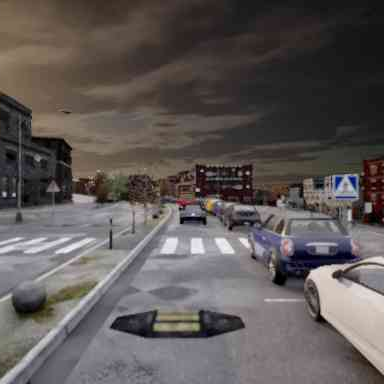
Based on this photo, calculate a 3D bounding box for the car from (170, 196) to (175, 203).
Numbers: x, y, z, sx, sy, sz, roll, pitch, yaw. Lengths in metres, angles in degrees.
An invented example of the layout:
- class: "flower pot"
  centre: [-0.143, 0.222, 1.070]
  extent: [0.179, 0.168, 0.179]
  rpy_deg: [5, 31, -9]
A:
- class: "car"
  centre: [-3.474, 2.075, 81.339]
  extent: [2.002, 1.452, 4.674]
  rpy_deg: [0, -1, -12]

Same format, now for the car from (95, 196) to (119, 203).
- class: "car"
  centre: [-22.083, 2.070, 88.046]
  extent: [5.566, 2.045, 2.435]
  rpy_deg: [0, -2, -15]

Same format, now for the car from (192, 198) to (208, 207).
- class: "car"
  centre: [1.216, 1.689, 54.043]
  extent: [2.002, 1.452, 4.674]
  rpy_deg: [0, 0, -6]

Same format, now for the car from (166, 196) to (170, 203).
- class: "car"
  centre: [-4.745, 2.218, 86.733]
  extent: [2.002, 1.452, 4.674]
  rpy_deg: [0, -2, -14]

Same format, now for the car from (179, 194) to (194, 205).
- class: "car"
  centre: [-1.251, 1.565, 70.527]
  extent: [2.435, 2.045, 5.566]
  rpy_deg: [0, -1, -10]

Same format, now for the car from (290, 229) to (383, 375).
- class: "car"
  centre: [2.997, 1.518, 4.290]
  extent: [2.002, 1.452, 4.674]
  rpy_deg: [0, 0, 0]

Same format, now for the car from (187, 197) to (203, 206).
- class: "car"
  centre: [0.528, 1.685, 59.421]
  extent: [2.231, 1.521, 4.892]
  rpy_deg: [0, 0, -7]

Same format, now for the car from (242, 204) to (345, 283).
- class: "car"
  centre: [2.997, 1.349, 9.783]
  extent: [2.185, 1.767, 4.553]
  rpy_deg: [0, 0, 0]

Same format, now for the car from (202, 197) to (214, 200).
- class: "car"
  centre: [2.644, 1.546, 37.335]
  extent: [2.097, 1.535, 5.008]
  rpy_deg: [0, 0, -2]

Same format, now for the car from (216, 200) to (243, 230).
- class: "car"
  centre: [2.997, 1.472, 20.724]
  extent: [2.231, 1.521, 4.892]
  rpy_deg: [0, 0, 0]

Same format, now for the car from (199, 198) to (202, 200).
- class: "car"
  centre: [1.799, 1.644, 48.554]
  extent: [2.163, 1.488, 4.792]
  rpy_deg: [0, 0, -5]

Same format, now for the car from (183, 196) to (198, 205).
- class: "car"
  centre: [-0.313, 1.613, 64.995]
  extent: [2.185, 1.767, 4.553]
  rpy_deg: [0, -1, -9]

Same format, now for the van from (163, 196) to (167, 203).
- class: "van"
  centre: [-6.128, 2.121, 92.238]
  extent: [1.878, 1.987, 4.442]
  rpy_deg: [0, -2, -14]

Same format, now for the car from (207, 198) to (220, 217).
- class: "car"
  centre: [2.875, 1.552, 31.791]
  extent: [2.002, 1.452, 4.674]
  rpy_deg: [0, 0, -1]

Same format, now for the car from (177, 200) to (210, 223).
- class: "car"
  centre: [0.051, 1.563, 25.498]
  extent: [1.994, 1.385, 4.181]
  rpy_deg: [0, 0, -1]

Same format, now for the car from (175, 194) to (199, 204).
- class: "car"
  centre: [-0.694, 1.321, 42.937]
  extent: [2.150, 2.045, 5.566]
  rpy_deg: [0, 0, -4]
